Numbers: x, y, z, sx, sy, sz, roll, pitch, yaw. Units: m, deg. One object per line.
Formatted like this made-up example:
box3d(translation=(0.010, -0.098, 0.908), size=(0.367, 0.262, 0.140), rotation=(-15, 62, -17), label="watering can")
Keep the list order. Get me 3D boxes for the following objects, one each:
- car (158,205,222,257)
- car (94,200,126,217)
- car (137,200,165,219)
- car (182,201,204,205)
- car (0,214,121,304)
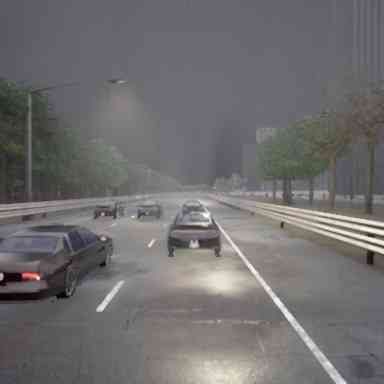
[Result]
box3d(translation=(0.080, 1.473, 12.964), size=(2.128, 1.511, 4.902), rotation=(0, 0, 0), label="car")
box3d(translation=(-6.924, 1.457, 28.286), size=(1.837, 1.490, 4.892), rotation=(0, 0, 0), label="car")
box3d(translation=(-3.425, 1.444, 28.146), size=(2.128, 1.511, 4.902), rotation=(0, 0, 0), label="car")
box3d(translation=(0.078, 1.476, 29.124), size=(1.812, 1.442, 4.674), rotation=(0, 0, 0), label="car")
box3d(translation=(-3.438, 1.536, 8.366), size=(2.033, 1.411, 5.357), rotation=(0, 0, 0), label="car")
